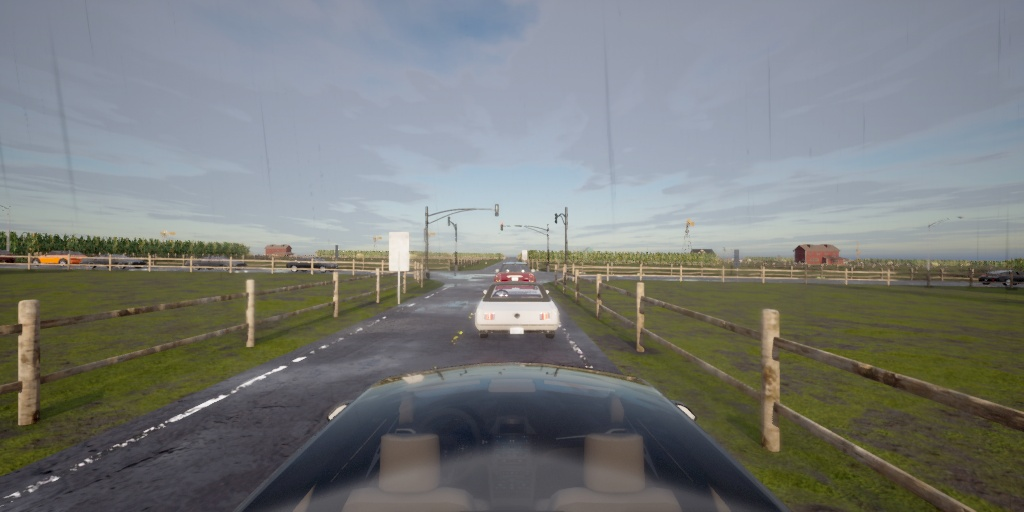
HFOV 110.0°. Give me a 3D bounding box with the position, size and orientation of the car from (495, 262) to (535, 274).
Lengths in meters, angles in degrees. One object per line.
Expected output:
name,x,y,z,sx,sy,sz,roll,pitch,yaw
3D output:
car,0.171,1.103,19.068,2.097,1.767,4.553,0,0,1

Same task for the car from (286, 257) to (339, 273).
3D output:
car,-20.334,0.896,36.664,4.892,1.490,1.837,1,0,0

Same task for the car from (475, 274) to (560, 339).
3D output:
car,0.120,1.351,10.080,1.895,1.301,4.718,0,0,0

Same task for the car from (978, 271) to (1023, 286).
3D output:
car,50.703,2.256,36.485,4.892,1.490,1.837,1,0,0

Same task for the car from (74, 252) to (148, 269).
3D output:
car,-40.745,0.570,36.727,5.357,1.411,2.033,1,0,1

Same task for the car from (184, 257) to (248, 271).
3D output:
car,-30.223,0.759,36.694,5.357,1.411,2.033,1,0,1
